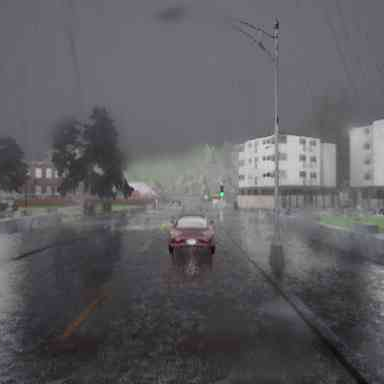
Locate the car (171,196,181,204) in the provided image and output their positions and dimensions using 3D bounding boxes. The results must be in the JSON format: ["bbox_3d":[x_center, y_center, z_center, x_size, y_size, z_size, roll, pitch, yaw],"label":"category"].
[{"bbox_3d":[-4.000,2.004,84.443,2.150,2.045,5.566,0,-1,0],"label":"car"}]

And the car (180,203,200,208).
[{"bbox_3d":[0.004,1.871,29.105,1.895,1.301,4.718,0,0,0],"label":"car"}]

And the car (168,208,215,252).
[{"bbox_3d":[0.007,1.660,14.378,1.812,1.442,4.674,0,0,0],"label":"car"}]
